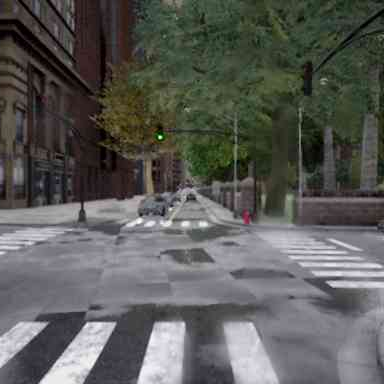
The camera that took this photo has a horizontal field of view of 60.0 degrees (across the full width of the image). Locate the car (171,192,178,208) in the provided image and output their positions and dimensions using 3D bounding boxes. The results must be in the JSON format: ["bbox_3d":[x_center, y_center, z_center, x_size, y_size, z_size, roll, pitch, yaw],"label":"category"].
[{"bbox_3d":[-3.170,1.111,40.474,2.128,1.511,4.902,0,1,0],"label":"car"}]

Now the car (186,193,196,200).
[{"bbox_3d":[-0.156,0.943,68.625,1.994,1.385,4.181,0,0,0],"label":"car"}]

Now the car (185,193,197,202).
[{"bbox_3d":[-0.133,0.987,58.591,1.837,1.490,4.892,0,0,0],"label":"car"}]

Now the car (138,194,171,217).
[{"bbox_3d":[-3.155,1.082,27.717,2.097,1.767,4.553,0,0,0],"label":"car"}]

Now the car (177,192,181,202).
[{"bbox_3d":[-3.142,0.826,59.730,2.097,1.767,4.553,0,1,0],"label":"car"}]

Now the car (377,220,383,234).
[{"bbox_3d":[11.863,1.649,17.146,4.206,1.307,1.802,1,-1,0],"label":"car"}]
